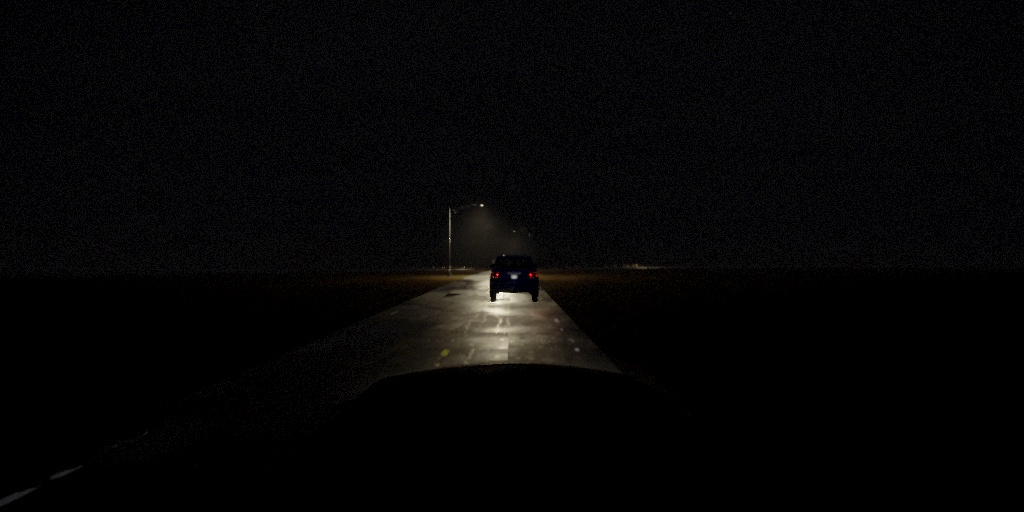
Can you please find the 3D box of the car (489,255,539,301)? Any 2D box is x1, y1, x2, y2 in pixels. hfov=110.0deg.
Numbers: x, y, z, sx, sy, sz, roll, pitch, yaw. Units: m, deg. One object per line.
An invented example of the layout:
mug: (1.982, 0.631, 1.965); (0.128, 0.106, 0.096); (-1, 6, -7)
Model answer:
car: (0.094, 0.971, 17.530); (2.150, 2.045, 5.566); (0, 0, 0)
